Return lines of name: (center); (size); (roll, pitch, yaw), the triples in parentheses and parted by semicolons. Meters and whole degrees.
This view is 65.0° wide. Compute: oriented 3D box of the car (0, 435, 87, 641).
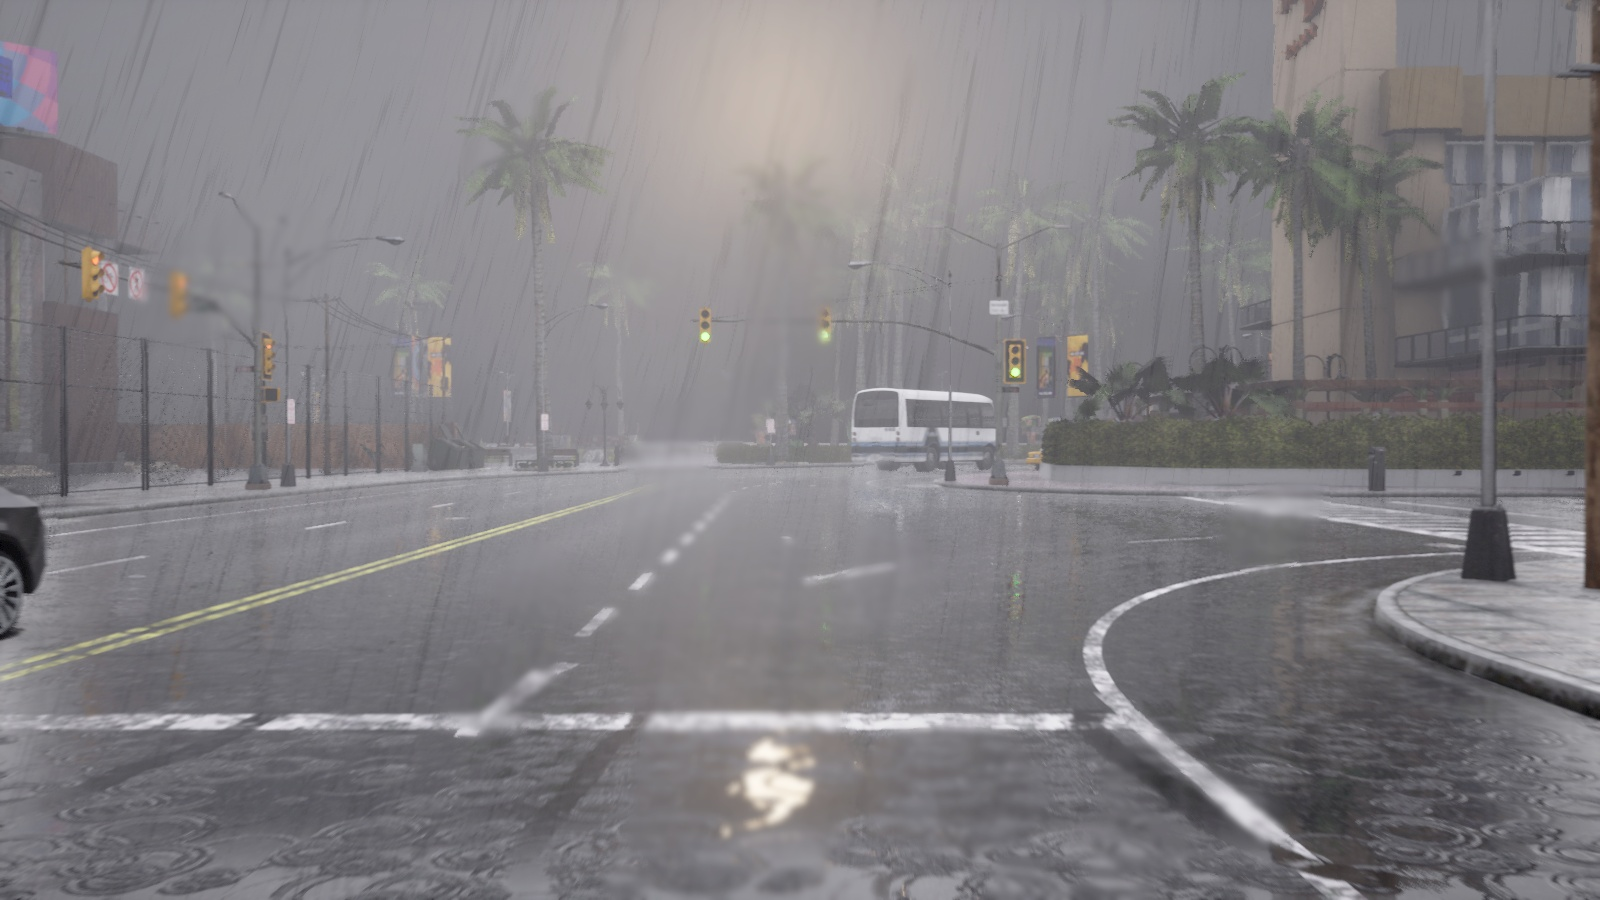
car: (-6.938, 0.653, 7.868); (2.128, 1.511, 4.902); (0, 0, 0)

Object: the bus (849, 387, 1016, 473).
bus: (7.277, -1.003, 67.169); (3.944, 4.253, 10.273); (0, 0, 39)

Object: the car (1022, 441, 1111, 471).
car: (14.694, 0.307, 69.180); (5.366, 1.575, 1.801); (0, 0, -39)
